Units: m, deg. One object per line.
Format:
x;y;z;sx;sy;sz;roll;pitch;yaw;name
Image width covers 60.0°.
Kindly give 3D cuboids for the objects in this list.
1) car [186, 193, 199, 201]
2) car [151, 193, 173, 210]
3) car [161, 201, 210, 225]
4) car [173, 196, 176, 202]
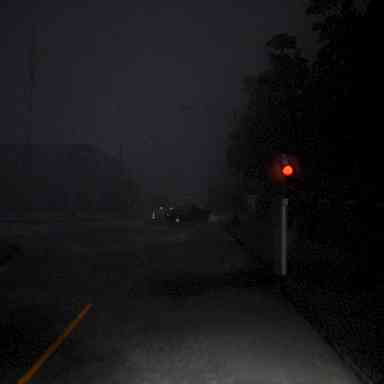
0.124;1.221;62.011;2.150;2.045;5.566;0;0;0;car
-4.080;1.221;43.895;2.150;2.045;5.566;0;0;0;car
-0.190;1.600;24.421;1.895;1.301;4.718;0;0;22;car
-4.066;1.504;53.813;1.837;1.490;4.892;0;0;0;car
